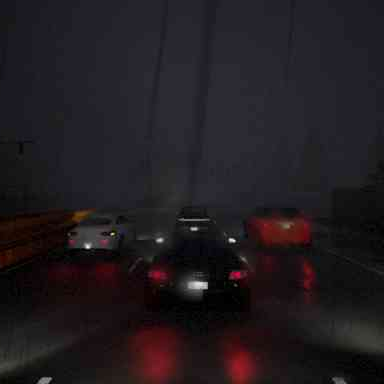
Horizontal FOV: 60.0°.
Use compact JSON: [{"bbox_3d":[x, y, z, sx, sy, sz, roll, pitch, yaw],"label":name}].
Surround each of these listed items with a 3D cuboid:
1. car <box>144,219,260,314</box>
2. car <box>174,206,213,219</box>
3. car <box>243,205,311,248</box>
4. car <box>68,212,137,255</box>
[{"bbox_3d":[0.099,1.564,7.686,1.994,1.385,4.181,0,0,0],"label":"car"},{"bbox_3d":[0.097,1.492,17.635,2.128,1.511,4.902,0,0,0],"label":"car"},{"bbox_3d":[3.598,1.351,14.843,2.097,1.767,4.553,0,0,0],"label":"car"},{"bbox_3d":[-3.405,1.525,13.172,1.812,1.442,4.674,0,0,0],"label":"car"}]
